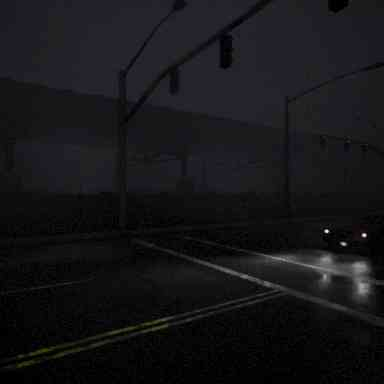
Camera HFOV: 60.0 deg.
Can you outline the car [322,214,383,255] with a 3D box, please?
[{"bbox_3d":[7.386,1.601,13.540,4.718,1.301,1.895,0,0,-35],"label":"car"}]
